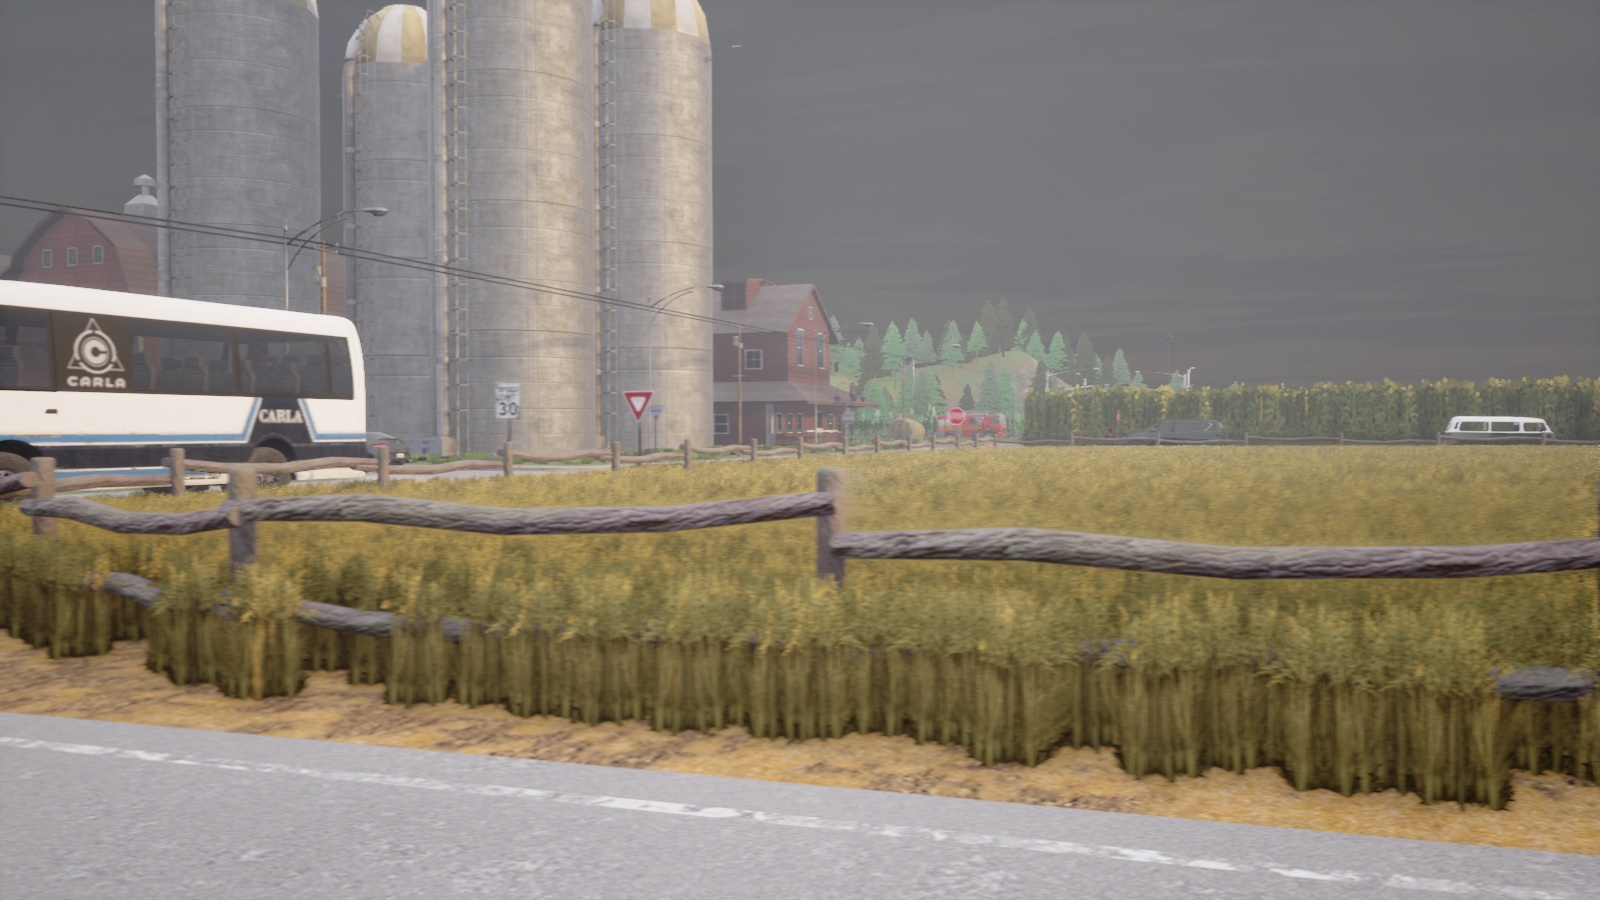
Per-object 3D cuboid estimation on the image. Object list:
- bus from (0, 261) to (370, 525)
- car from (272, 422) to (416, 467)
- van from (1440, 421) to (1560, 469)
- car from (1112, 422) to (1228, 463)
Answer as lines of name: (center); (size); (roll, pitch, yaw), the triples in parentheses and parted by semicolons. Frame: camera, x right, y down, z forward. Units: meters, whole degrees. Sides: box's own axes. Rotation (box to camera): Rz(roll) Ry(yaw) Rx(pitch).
bus: (-13.414, -0.986, 24.122); (3.944, 4.253, 10.273); (1, 1, 23)
car: (-17.649, -0.239, 48.610); (5.027, 1.651, 2.152); (1, 1, 21)
van: (31.576, -0.270, 56.811); (4.480, 2.038, 2.069); (1, 1, 22)
car: (19.197, -0.421, 65.112); (5.566, 2.045, 2.150); (1, 1, 22)
